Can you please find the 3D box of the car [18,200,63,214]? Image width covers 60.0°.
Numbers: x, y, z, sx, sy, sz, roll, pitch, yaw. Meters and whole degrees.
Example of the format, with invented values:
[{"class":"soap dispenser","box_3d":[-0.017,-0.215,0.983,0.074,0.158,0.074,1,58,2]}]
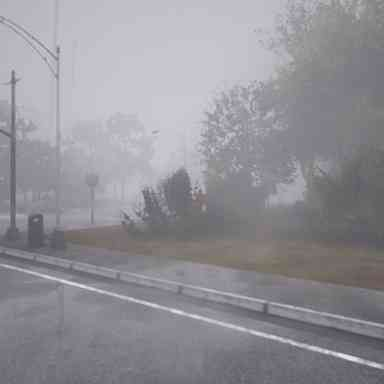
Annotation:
[{"class":"car","box_3d":[-15.101,1.513,33.324,1.994,1.385,4.181,0,0,32]}]
